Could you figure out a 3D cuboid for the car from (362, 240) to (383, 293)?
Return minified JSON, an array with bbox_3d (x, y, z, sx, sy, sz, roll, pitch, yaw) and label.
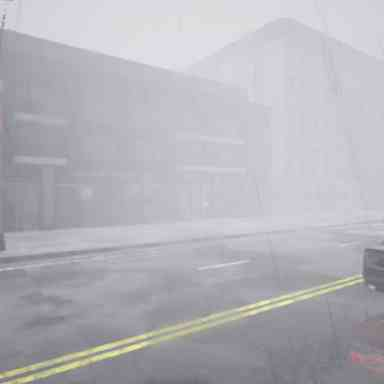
[{"bbox_3d":[5.921,1.484,7.669,5.008,1.535,1.882,0,0,-35],"label":"car"}]
